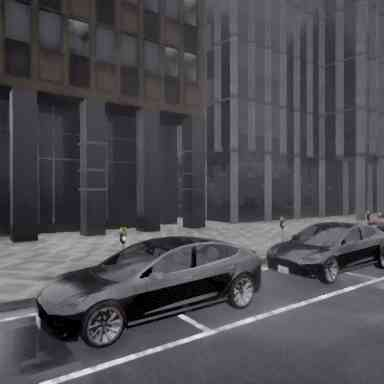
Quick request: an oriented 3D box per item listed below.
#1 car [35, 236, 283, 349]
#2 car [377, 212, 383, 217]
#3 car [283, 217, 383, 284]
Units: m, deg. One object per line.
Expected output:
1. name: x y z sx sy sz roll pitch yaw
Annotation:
1. car: -0.543 1.563 6.264 4.313 1.339 1.947 0 0 -35
2. car: 8.634 1.312 12.811 5.009 1.841 2.192 0 0 -35
3. car: 4.046 1.563 9.537 4.313 1.339 1.947 0 0 -35
